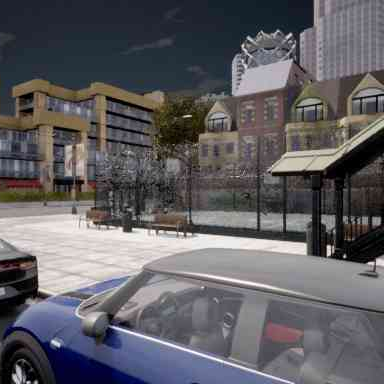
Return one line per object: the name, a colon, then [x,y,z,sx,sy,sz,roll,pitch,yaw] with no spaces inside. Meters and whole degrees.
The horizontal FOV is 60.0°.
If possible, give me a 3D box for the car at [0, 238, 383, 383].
car: [0.148,1.354,3.198,4.553,1.767,2.185,0,0,35]
